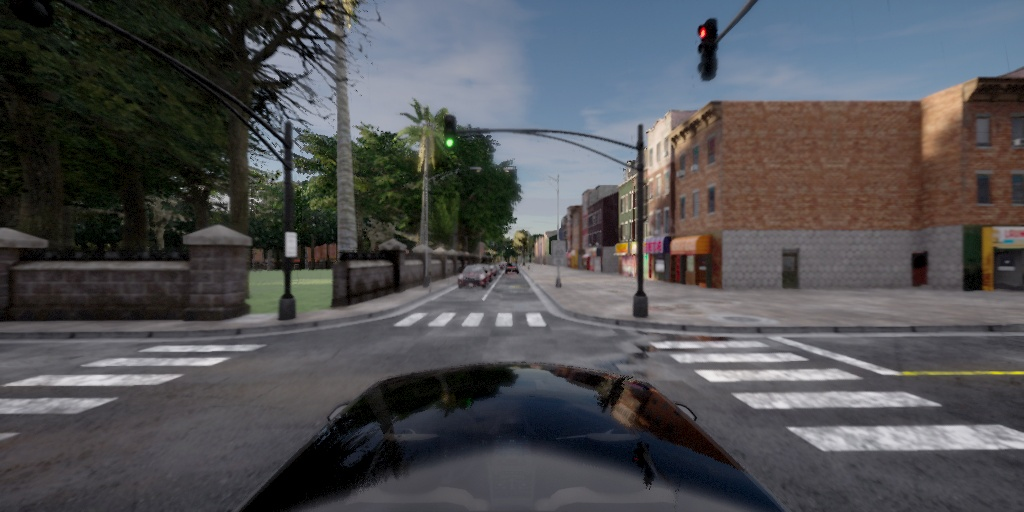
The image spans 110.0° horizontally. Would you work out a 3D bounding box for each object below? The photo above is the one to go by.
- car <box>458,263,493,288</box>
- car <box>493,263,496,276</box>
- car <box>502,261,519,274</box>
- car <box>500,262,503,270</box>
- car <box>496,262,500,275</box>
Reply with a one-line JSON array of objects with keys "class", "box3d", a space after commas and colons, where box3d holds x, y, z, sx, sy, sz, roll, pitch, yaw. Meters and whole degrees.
[{"class": "car", "box3d": [-2.649, 1.377, 25.278, 1.967, 1.591, 4.097, 0, 0, 0]}, {"class": "car", "box3d": [-2.650, 1.429, 30.966, 1.967, 1.591, 4.097, 0, 0, 0]}, {"class": "car", "box3d": [-0.021, 1.680, 48.977, 1.837, 1.490, 4.892, 0, -1, 0]}, {"class": "car", "box3d": [-2.662, 1.775, 53.718, 2.007, 1.370, 4.403, 0, 0, 0]}, {"class": "car", "box3d": [-2.657, 1.684, 42.343, 1.802, 1.307, 4.207, 0, 0, 0]}]
